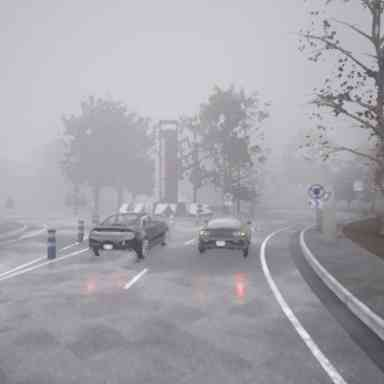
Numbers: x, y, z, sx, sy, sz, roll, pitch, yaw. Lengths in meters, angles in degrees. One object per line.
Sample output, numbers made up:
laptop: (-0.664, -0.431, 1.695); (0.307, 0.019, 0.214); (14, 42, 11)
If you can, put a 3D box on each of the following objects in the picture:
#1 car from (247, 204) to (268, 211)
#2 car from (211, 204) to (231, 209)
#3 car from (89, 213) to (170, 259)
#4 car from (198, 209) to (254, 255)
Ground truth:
car: (13.135, 3.012, 66.869); (4.181, 1.385, 1.994); (-2, -2, 45)
car: (5.536, 3.092, 68.331); (4.718, 1.301, 1.895); (-1, -2, 24)
car: (-2.225, 1.568, 13.051); (2.128, 1.511, 4.902); (0, -1, 11)
car: (1.425, 1.605, 13.518); (1.812, 1.442, 4.674); (0, -1, 11)
